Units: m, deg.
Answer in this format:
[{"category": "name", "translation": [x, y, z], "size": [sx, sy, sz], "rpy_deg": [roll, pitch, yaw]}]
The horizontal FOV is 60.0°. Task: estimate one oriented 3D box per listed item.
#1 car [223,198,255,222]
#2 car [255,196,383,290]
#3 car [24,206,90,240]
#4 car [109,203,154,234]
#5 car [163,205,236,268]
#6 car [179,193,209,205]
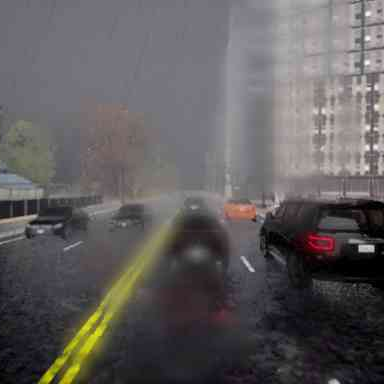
[{"category": "car", "translation": [3.489, 1.215, 25.197], "size": [2.097, 1.767, 4.553], "rpy_deg": [0, 0, 0]}, {"category": "car", "translation": [3.391, 1.170, 9.108], "size": [2.150, 2.045, 5.566], "rpy_deg": [0, 0, 0]}, {"category": "car", "translation": [-6.499, 1.429, 16.638], "size": [1.812, 1.442, 4.674], "rpy_deg": [0, 0, 0]}, {"category": "car", "translation": [-3.236, 1.401, 18.583], "size": [1.837, 1.490, 4.892], "rpy_deg": [0, 0, 0]}, {"category": "car", "translation": [0.155, 1.414, 11.069], "size": [1.882, 1.535, 5.008], "rpy_deg": [0, 1, 0]}, {"category": "car", "translation": [0.238, 1.214, 25.193], "size": [2.097, 1.767, 4.553], "rpy_deg": [0, 0, 0]}]
